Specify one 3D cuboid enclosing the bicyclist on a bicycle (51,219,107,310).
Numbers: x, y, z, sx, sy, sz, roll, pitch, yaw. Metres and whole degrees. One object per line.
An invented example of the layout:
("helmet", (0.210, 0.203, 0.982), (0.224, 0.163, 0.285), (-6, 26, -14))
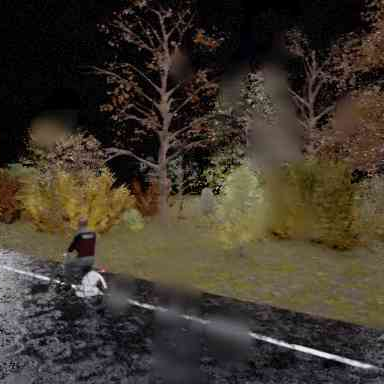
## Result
("bicyclist on a bicycle", (-2.360, 1.420, 6.784), (1.843, 1.776, 0.659), (0, 0, 36))
